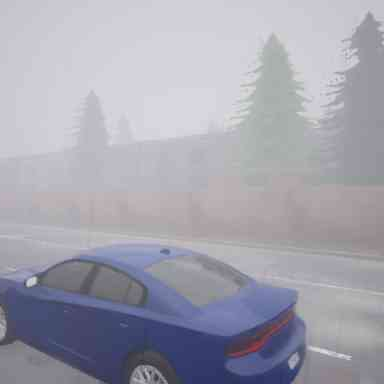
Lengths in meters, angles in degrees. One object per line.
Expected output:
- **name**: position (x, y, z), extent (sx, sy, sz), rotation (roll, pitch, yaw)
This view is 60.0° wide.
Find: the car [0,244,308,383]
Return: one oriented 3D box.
- **car**: position (-1.011, 1.491, 4.710), extent (5.008, 1.535, 1.882), rotation (0, 0, 36)
